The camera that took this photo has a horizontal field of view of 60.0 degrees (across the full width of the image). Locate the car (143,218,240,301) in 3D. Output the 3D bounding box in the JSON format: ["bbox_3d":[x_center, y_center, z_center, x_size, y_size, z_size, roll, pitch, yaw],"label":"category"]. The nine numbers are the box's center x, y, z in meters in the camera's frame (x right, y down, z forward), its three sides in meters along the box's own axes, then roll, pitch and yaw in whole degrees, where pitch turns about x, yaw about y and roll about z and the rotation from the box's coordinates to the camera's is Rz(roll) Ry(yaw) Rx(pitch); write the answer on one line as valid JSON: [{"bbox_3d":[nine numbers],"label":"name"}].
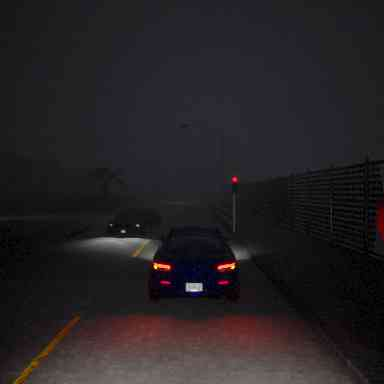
[{"bbox_3d":[0.061,1.526,8.210,1.812,1.442,4.674,0,0,1],"label":"car"}]

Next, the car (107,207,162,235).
[{"bbox_3d":[-3.007,1.547,18.927,2.033,1.411,5.357,0,0,8],"label":"car"}]

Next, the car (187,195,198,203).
[{"bbox_3d":[0.102,1.502,71.131,1.837,1.490,4.892,0,0,0],"label":"car"}]
